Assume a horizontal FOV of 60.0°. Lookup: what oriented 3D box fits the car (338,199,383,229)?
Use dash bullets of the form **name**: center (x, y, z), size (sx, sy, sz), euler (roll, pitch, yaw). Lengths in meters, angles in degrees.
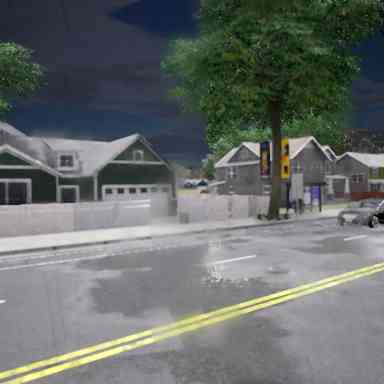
- **car**: center (10.216, 1.168, 18.834), size (4.902, 1.511, 2.128), euler (-1, 1, -35)
